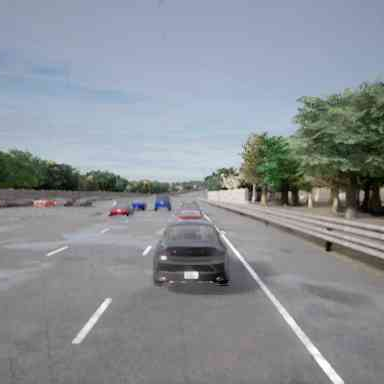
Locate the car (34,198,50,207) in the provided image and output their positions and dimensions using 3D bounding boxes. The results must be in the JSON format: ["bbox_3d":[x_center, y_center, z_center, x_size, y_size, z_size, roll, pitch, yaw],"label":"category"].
[{"bbox_3d":[-25.444,1.741,57.442,2.097,1.767,4.553,0,-1,-1],"label":"car"}]

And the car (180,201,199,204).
[{"bbox_3d":[-0.204,1.716,27.760,1.837,1.490,4.892,0,-1,-1],"label":"car"}]

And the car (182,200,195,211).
[{"bbox_3d":[-0.538,1.931,48.150,1.812,1.442,4.674,0,-1,-2],"label":"car"}]

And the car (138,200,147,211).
[{"bbox_3d":[-7.515,1.843,47.193,1.882,1.535,5.008,0,0,-2],"label":"car"}]

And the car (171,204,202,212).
[{"bbox_3d":[-0.107,1.675,20.376,1.812,1.442,4.674,0,0,-1],"label":"car"}]

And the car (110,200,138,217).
[{"bbox_3d":[-7.225,1.812,34.722,1.994,1.385,4.181,0,0,-2],"label":"car"}]

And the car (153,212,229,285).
[{"bbox_3d":[-0.026,1.567,9.679,1.837,1.490,4.892,0,0,0],"label":"car"}]

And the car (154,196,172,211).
[{"bbox_3d":[-4.006,1.595,46.605,2.150,2.045,5.566,0,-1,-1],"label":"car"}]

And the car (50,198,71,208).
[{"bbox_3d":[-21.937,1.745,56.962,2.097,1.767,4.553,0,-1,-1],"label":"car"}]

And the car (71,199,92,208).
[{"bbox_3d":[-18.434,1.882,56.552,1.882,1.535,5.008,0,-1,-1],"label":"car"}]
